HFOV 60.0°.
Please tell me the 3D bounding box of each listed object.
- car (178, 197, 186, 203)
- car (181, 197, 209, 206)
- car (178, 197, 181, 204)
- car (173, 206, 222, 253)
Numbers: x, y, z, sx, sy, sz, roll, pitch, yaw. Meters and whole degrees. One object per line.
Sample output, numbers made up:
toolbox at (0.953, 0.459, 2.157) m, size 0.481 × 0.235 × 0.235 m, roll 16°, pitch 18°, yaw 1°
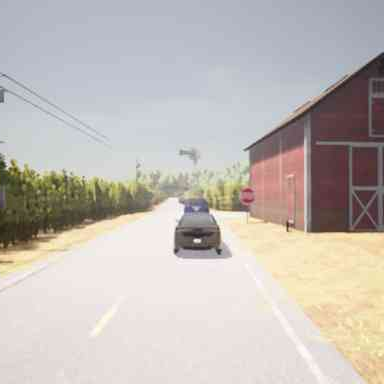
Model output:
car at (-2.902, 2.162, 93.695) m, size 2.097 × 1.767 × 4.553 m, roll 0°, pitch -1°, yaw -3°
car at (0.350, 1.493, 28.971) m, size 2.150 × 2.045 × 5.566 m, roll 0°, pitch 0°, yaw 0°
car at (-2.224, 2.249, 82.491) m, size 1.882 × 1.535 × 5.008 m, roll 0°, pitch -1°, yaw -3°
car at (0.252, 1.616, 14.382) m, size 1.882 × 1.535 × 5.008 m, roll 0°, pitch 0°, yaw 1°
